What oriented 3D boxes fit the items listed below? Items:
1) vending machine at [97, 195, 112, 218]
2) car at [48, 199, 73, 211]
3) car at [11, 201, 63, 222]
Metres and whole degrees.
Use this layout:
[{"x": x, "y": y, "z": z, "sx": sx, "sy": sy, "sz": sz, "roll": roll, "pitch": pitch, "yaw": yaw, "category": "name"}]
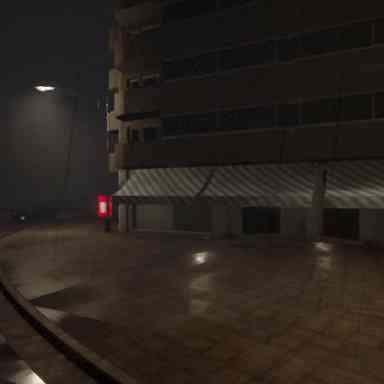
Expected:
[{"x": -7.978, "y": 1.311, "z": 30.306, "sx": 1.100, "sy": 2.100, "sz": 0.880, "roll": 0, "pitch": 0, "yaw": 8, "category": "vending machine"}, {"x": -17.037, "y": 1.655, "z": 41.316, "sx": 2.128, "sy": 1.511, "sz": 4.902, "roll": 0, "pitch": 0, "yaw": 22, "category": "car"}, {"x": -12.917, "y": 1.712, "z": 27.820, "sx": 1.895, "sy": 1.301, "sz": 4.718, "roll": 0, "pitch": 0, "yaw": 2, "category": "car"}]
